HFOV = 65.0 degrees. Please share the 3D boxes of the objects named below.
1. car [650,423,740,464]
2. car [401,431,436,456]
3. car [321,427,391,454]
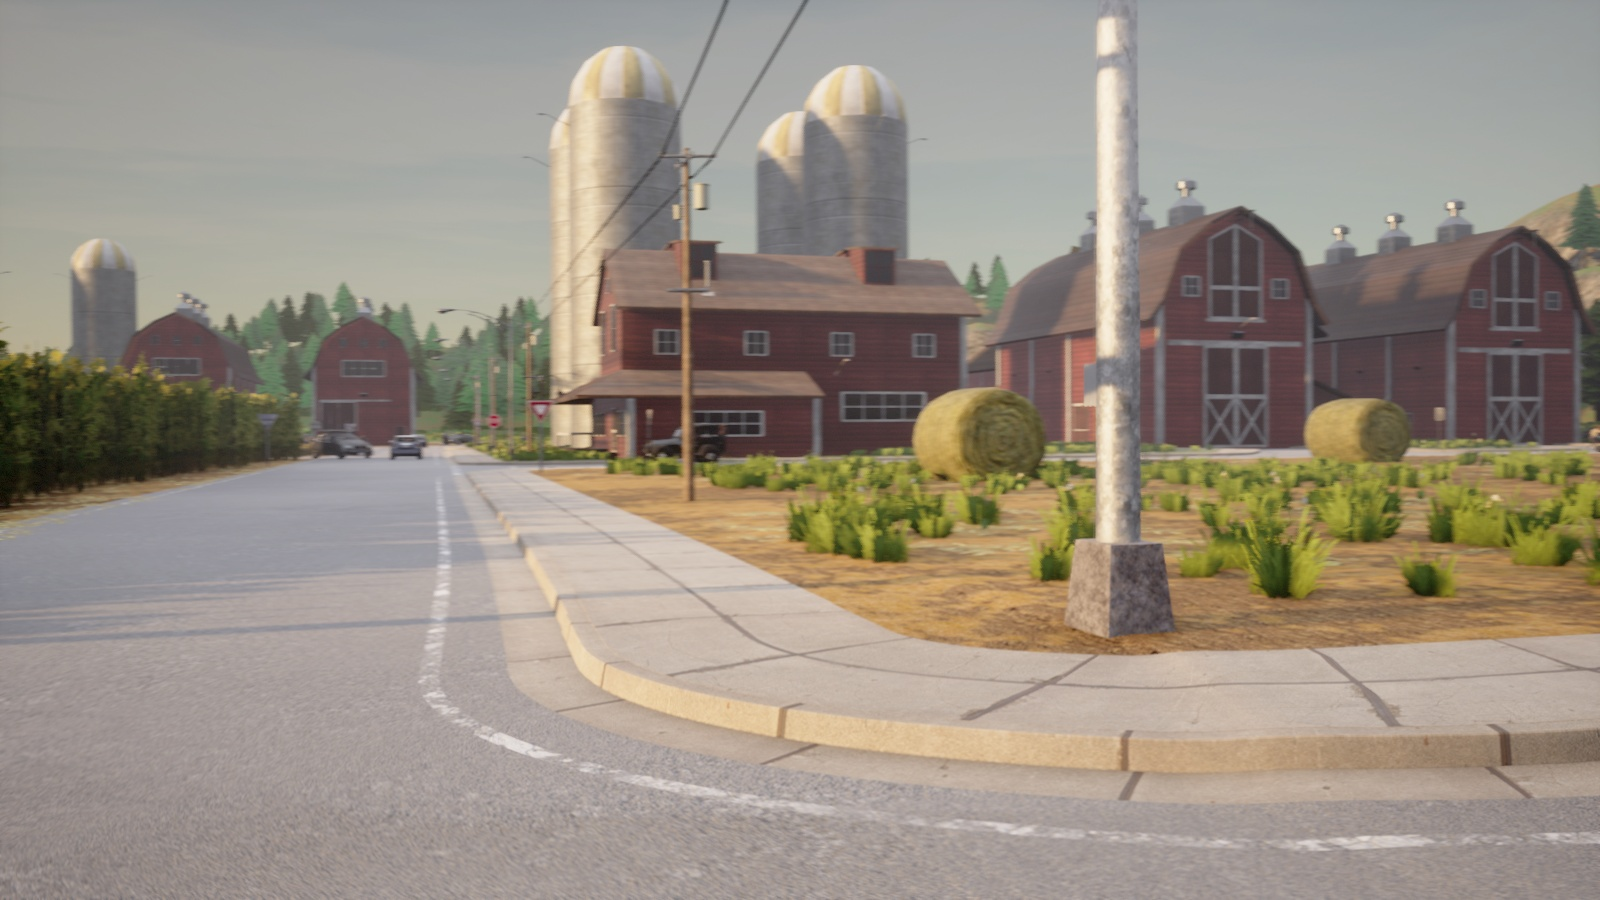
[{"bbox_3d":[-4.916,-0.328,58.601,3.866,1.878,1.905,0,1,-17],"label":"car"},{"bbox_3d":[-23.290,-0.428,76.788,1.970,1.475,3.806,0,1,-16],"label":"car"},{"bbox_3d":[-28.380,-0.605,80.162,4.611,1.667,2.242,1,1,41],"label":"car"}]
